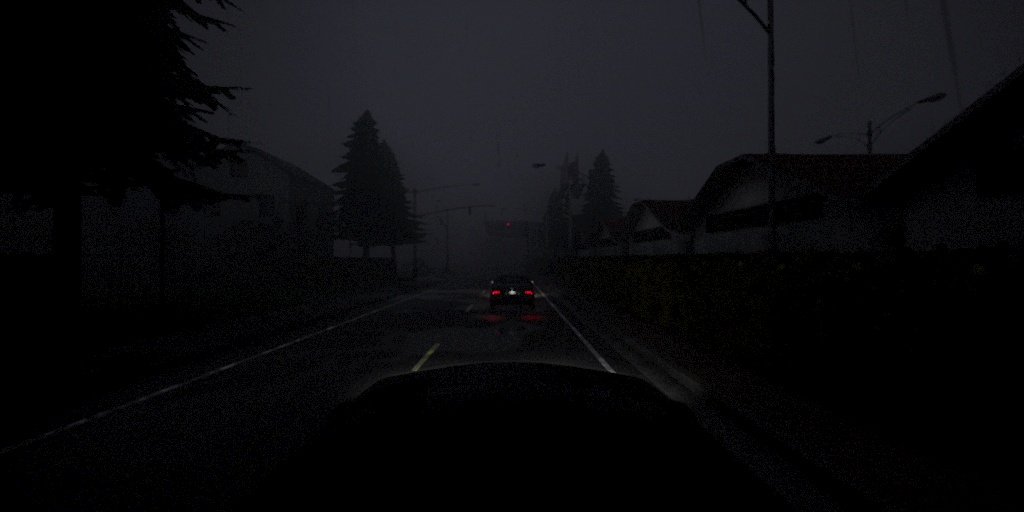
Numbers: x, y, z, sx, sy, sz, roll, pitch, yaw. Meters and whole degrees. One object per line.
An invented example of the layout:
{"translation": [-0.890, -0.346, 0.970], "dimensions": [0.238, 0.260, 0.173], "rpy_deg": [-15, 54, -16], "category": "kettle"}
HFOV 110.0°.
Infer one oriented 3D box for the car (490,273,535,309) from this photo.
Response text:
{"translation": [0.016, 1.433, 15.823], "dimensions": [2.033, 1.411, 5.357], "rpy_deg": [0, -1, 0], "category": "car"}
